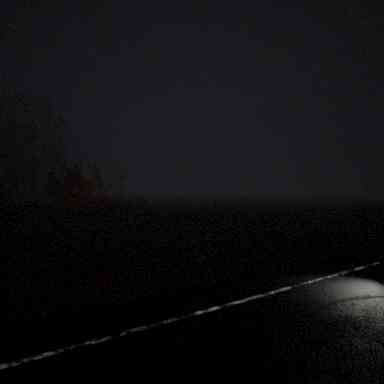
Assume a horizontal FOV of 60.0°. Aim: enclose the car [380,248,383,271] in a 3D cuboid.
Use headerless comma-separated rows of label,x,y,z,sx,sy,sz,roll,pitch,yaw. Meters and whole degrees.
car,7.024,1.458,9.165,4.674,1.442,1.812,0,0,-37
